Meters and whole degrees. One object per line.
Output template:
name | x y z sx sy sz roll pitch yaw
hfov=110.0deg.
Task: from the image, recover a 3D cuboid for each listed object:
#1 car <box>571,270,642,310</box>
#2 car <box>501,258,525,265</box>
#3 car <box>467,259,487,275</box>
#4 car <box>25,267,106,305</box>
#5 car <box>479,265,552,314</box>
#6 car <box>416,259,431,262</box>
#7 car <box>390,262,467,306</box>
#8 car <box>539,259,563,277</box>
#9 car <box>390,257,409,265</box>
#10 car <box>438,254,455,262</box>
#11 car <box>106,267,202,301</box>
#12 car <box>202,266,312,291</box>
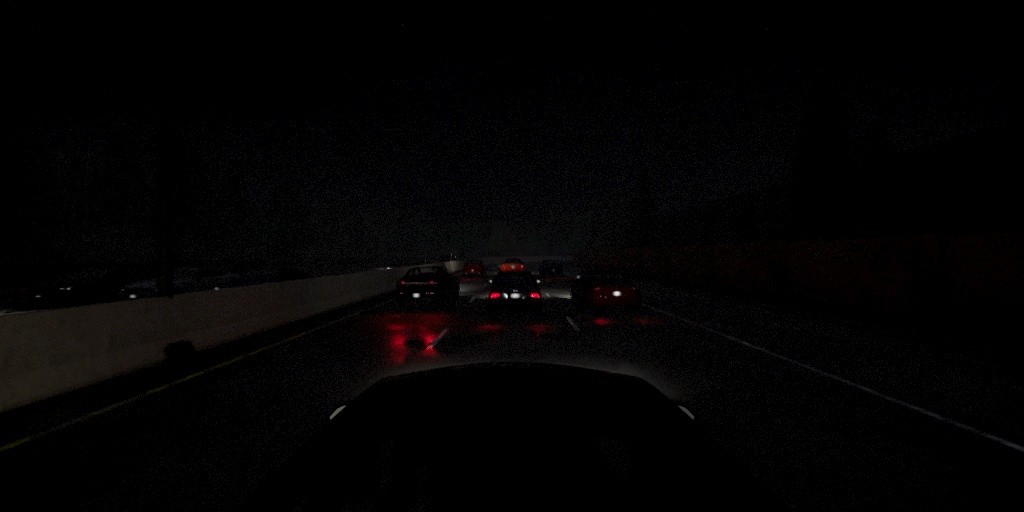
car | 3.597 1.248 14.298 1.994 1.385 4.181 0 0 0
car | 0.095 0.941 32.702 2.097 1.767 4.553 0 0 0
car | -3.404 1.063 33.396 1.882 1.535 5.008 0 0 0
car | -17.602 1.203 15.658 1.812 1.442 4.674 0 0 0
car | 0.099 1.237 13.335 2.033 1.411 5.357 0 0 0
car | -14.060 1.068 56.039 1.895 1.301 4.718 0 0 1
car | -3.403 1.172 15.162 2.128 1.511 4.902 0 0 0
car | 3.596 1.063 33.411 1.882 1.535 5.008 0 0 0
car | -17.558 0.971 56.209 1.837 1.490 4.892 0 0 1
car | -10.541 0.680 57.857 2.150 2.045 5.566 0 0 1
car | -14.102 1.203 15.667 1.812 1.442 4.674 0 0 0
car | -10.602 1.203 15.750 1.812 1.442 4.674 0 0 0
